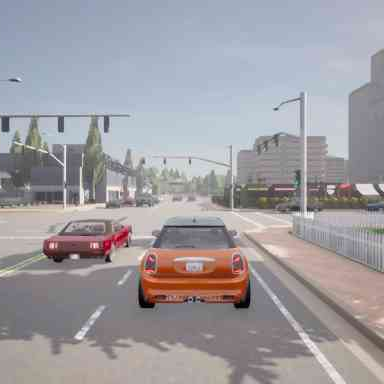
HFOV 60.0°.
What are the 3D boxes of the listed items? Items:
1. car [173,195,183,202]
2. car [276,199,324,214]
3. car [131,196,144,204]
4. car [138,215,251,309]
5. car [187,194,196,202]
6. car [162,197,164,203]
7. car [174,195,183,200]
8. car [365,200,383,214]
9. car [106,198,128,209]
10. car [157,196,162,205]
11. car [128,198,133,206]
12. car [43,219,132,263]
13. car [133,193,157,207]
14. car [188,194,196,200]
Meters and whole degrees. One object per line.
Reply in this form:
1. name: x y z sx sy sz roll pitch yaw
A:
1. car: -3.551 1.513 77.708 1.812 1.442 4.674 0 0 0
2. car: 11.249 1.491 34.718 4.902 1.511 2.128 0 0 -2
3. car: -10.588 1.563 64.997 1.994 1.385 4.181 0 0 0
4. car: 0.059 1.352 8.056 2.097 1.767 4.553 0 0 0
5. car: -0.051 1.531 77.391 2.033 1.411 5.357 0 0 0
6. car: -7.046 1.524 70.845 1.812 1.442 4.674 0 0 0
7. car: -3.557 1.425 87.663 1.994 1.385 4.181 0 0 0
8. car: 20.893 1.478 34.962 5.008 1.535 1.882 0 0 -2
9. car: -10.628 1.564 46.287 1.994 1.385 4.181 0 0 0
10. car: -7.111 1.564 60.520 1.994 1.385 4.181 0 0 0
11. car: -10.622 1.601 55.049 1.895 1.301 4.718 0 0 0
12. car: -3.424 1.601 11.949 1.895 1.301 4.718 0 0 0
13. car: -7.129 1.221 51.114 2.150 2.045 5.566 0 0 1
14. car: -0.057 1.398 87.667 2.128 1.511 4.902 0 0 0
